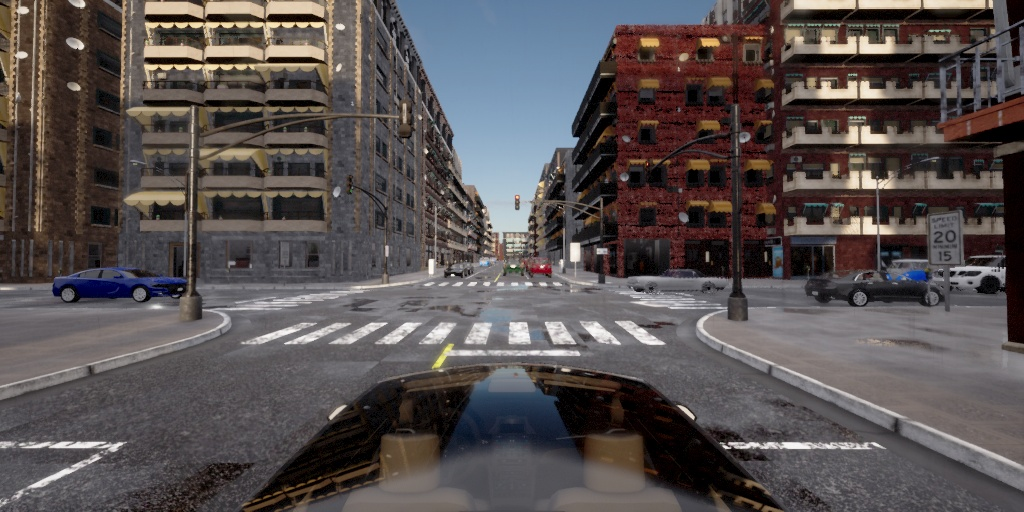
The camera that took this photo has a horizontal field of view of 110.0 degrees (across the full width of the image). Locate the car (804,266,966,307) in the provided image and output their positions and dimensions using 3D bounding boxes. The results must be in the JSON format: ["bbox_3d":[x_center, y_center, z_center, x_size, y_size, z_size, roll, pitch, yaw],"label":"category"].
[{"bbox_3d":[13.767,1.185,13.683,4.403,1.370,2.007,0,0,0],"label":"car"}]

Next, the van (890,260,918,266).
[{"bbox_3d":[24.939,1.115,21.515,3.998,1.789,1.690,0,0,0],"label":"van"}]

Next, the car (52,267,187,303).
[{"bbox_3d":[-17.587,1.254,16.304,5.008,1.535,1.882,0,-1,0],"label":"car"}]

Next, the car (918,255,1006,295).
[{"bbox_3d":[25.764,0.945,19.065,5.566,2.045,2.150,0,-1,0],"label":"car"}]

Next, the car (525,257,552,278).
[{"bbox_3d":[2.626,1.077,33.997,2.192,1.841,5.009,0,0,0],"label":"car"}]

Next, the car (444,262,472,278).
[{"bbox_3d":[-5.255,1.328,33.966,1.948,1.339,4.313,0,0,0],"label":"car"}]

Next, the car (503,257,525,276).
[{"bbox_3d":[0.170,1.116,38.278,2.097,1.767,4.553,0,0,0],"label":"car"}]

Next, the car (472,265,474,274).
[{"bbox_3d":[-5.245,1.331,39.528,1.948,1.339,4.313,0,0,0],"label":"car"}]

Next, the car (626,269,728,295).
[{"bbox_3d":[8.630,1.363,19.134,4.718,1.301,1.895,0,-1,0],"label":"car"}]
